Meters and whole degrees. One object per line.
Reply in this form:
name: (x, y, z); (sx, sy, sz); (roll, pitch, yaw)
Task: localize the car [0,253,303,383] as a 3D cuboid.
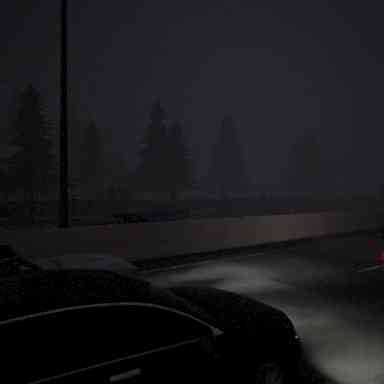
car: (-1.011, 1.505, 3.027); (4.892, 1.490, 1.837); (0, 0, -36)

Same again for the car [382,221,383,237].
car: (11.178, 1.361, 16.027); (4.553, 1.767, 2.097); (0, 0, -36)

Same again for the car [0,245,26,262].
car: (-3.274, 1.601, 5.711); (4.718, 1.301, 1.895); (0, 0, -36)

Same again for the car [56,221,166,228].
car: (-3.434, 1.604, 14.433); (4.718, 1.301, 1.895); (0, 0, -35)
